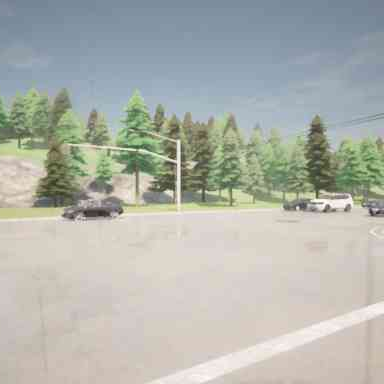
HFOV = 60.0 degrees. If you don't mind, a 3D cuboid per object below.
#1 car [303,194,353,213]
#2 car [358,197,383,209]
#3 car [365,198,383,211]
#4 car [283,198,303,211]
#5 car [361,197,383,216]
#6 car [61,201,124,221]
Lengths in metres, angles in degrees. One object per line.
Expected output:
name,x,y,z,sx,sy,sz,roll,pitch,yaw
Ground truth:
car,15.469,1.212,37.035,5.566,2.045,2.150,0,0,-27
car,25.528,1.481,46.094,4.902,1.511,2.128,0,0,-27
car,24.225,1.482,41.506,4.902,1.511,2.128,0,0,-27
car,13.041,1.494,39.710,4.892,1.490,1.837,0,0,-28
car,18.413,1.484,30.677,4.902,1.511,2.128,0,0,-27
car,-7.945,1.482,26.910,4.902,1.511,2.128,0,0,-35
